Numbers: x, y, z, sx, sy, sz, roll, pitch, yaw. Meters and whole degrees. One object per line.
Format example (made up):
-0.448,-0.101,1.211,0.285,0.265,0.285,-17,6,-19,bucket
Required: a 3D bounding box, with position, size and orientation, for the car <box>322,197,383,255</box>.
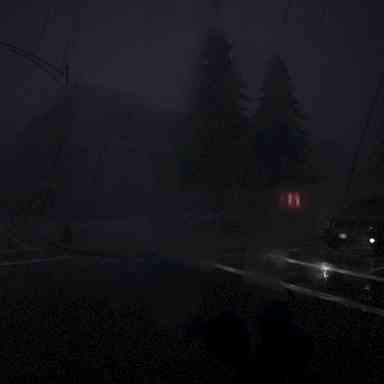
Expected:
7.713,1.248,13.737,5.566,2.045,2.150,0,0,-37,car
